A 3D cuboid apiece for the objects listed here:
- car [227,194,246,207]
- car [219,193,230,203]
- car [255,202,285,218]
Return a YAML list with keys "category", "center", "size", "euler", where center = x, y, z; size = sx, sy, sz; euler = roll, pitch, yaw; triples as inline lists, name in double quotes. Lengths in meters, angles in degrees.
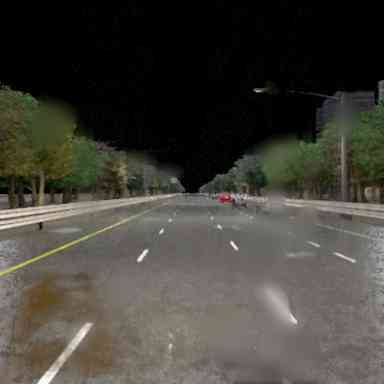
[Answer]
- category: "car"
  center: [7.041, 1.509, 50.710]
  size: [2.128, 1.511, 4.902]
  euler: [0, 0, 0]
- category: "car"
  center: [7.103, 1.266, 70.749]
  size: [2.150, 2.045, 5.566]
  euler: [0, 0, 0]
- category: "car"
  center: [7.017, 1.569, 30.200]
  size: [1.994, 1.385, 4.181]
  euler: [0, 0, 0]
